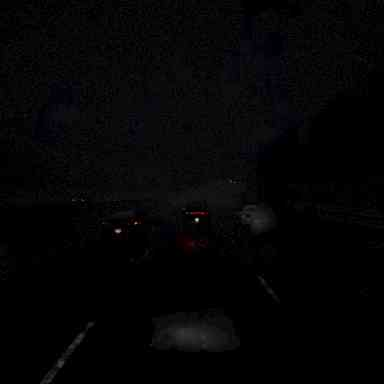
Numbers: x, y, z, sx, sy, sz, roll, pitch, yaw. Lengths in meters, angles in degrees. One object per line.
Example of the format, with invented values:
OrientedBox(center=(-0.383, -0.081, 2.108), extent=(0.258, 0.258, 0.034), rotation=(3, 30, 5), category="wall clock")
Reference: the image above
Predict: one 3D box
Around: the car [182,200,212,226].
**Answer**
OrientedBox(center=(0.375, 1.530, 23.524), extent=(1.837, 1.490, 4.892), rotation=(0, 0, 1), category="car")

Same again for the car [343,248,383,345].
OrientedBox(center=(3.617, 1.229, 3.256), extent=(2.150, 2.045, 5.566), rotation=(0, 0, 0), category="car")

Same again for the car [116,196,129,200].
OrientedBox(center=(-12.473, 1.558, 59.645), extent=(2.097, 1.767, 4.553), rotation=(0, -1, 3), category="car")

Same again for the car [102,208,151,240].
OrientedBox(center=(-3.246, 1.544, 17.074), extent=(1.812, 1.442, 4.674), rotation=(0, 0, 1), category="car")

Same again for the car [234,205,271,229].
OrientedBox(center=(3.833, 1.550, 21.512), extent=(1.812, 1.442, 4.674), rotation=(0, 0, 1), category="car")

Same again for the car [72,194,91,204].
OrientedBox(center=(-19.470, 1.422, 59.669), extent=(2.150, 2.045, 5.566), rotation=(0, -1, 3), category="car")

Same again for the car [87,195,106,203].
OrientedBox(center=(-16.074, 1.750, 57.699), extent=(1.994, 1.385, 4.181), rotation=(0, 0, 3), category="car")
